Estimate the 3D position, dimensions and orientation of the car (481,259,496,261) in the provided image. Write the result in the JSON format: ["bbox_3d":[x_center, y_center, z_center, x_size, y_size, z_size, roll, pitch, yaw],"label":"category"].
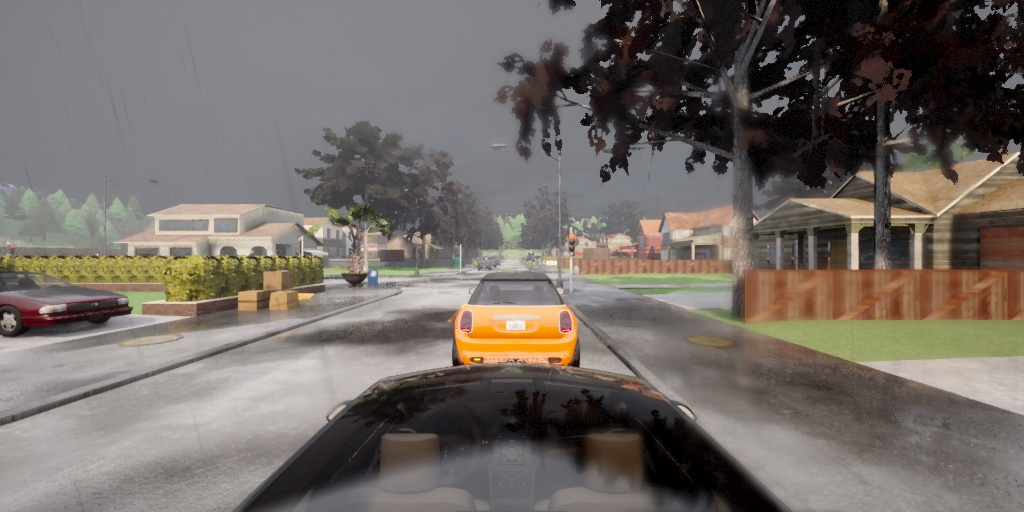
[{"bbox_3d":[-3.686,1.255,49.935,1.837,1.490,4.892,0,0,1],"label":"car"}]

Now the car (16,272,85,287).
[{"bbox_3d":[-33.174,1.314,26.603,4.181,1.385,1.994,0,0,1],"label":"car"}]

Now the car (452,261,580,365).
[{"bbox_3d":[0.097,1.102,7.727,2.097,1.767,4.553,0,0,1],"label":"car"}]

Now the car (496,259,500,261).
[{"bbox_3d":[-3.580,1.242,60.329,2.128,1.511,4.902,0,0,1],"label":"car"}]
